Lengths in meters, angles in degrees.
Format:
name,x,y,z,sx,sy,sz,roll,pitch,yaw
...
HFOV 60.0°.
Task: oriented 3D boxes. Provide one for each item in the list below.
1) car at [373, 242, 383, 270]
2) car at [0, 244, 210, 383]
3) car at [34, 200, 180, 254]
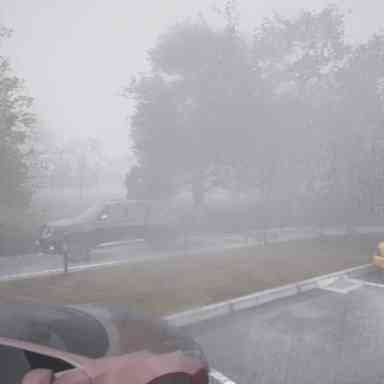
name,x,y,z,sx,sy,sz,roll,pitch,yaw
car,7.087,1.414,9.098,5.366,1.575,1.946,-1,1,-33
car,-2.082,1.543,2.584,4.792,1.488,2.163,-1,0,-33
car,-3.079,1.364,13.059,5.566,2.045,2.150,-1,0,-36
